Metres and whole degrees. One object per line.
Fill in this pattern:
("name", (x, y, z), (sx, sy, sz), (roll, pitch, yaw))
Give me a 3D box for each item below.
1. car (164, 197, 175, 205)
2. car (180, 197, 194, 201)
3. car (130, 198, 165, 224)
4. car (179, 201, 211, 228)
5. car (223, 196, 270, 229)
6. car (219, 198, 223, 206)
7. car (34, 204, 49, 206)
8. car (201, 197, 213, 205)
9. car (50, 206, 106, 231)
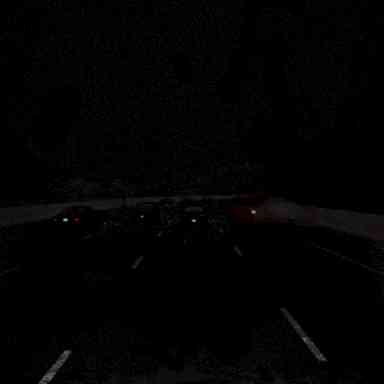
("car", (-4.412, 1.656, 59.558), (1.994, 1.385, 4.181), (0, 0, 10))
("car", (-0.863, 1.657, 59.707), (1.994, 1.385, 4.181), (0, 0, 10))
("car", (-3.386, 1.517, 25.157), (1.882, 1.535, 5.008), (0, 0, 0))
("car", (0.113, 1.561, 22.551), (1.812, 1.442, 4.674), (0, 0, 0))
("car", (3.608, 1.256, 22.057), (2.150, 2.045, 5.566), (0, 0, 0))
("car", (5.729, 1.689, 57.381), (1.895, 1.301, 4.718), (0, 0, 9))
("car", (-20.449, 1.560, 44.661), (2.128, 1.511, 4.902), (0, 0, 5))
("car", (2.734, 1.585, 60.169), (2.128, 1.511, 4.902), (0, 0, 10))
("car", (-6.891, 1.580, 20.633), (2.033, 1.411, 5.357), (0, 0, 0))
